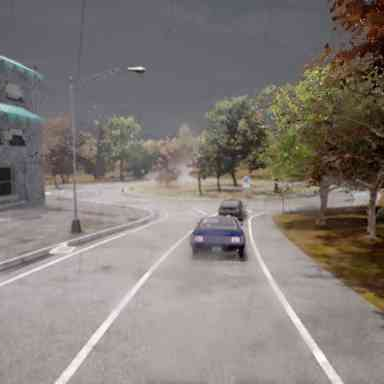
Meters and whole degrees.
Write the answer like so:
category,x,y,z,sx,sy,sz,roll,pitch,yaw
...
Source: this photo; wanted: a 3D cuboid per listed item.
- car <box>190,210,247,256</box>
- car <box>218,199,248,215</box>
category,x,y,z,sx,sy,sz,roll,pitch,yaw
car,1.084,1.603,13.219,1.895,1.301,4.718,1,0,6
car,3.217,1.338,26.056,1.837,1.490,4.892,1,3,14
